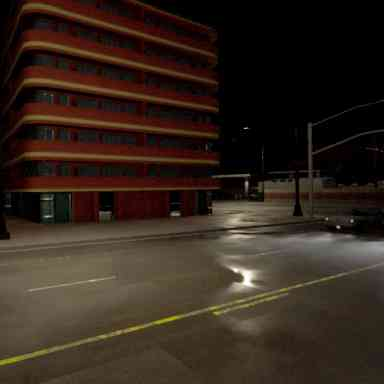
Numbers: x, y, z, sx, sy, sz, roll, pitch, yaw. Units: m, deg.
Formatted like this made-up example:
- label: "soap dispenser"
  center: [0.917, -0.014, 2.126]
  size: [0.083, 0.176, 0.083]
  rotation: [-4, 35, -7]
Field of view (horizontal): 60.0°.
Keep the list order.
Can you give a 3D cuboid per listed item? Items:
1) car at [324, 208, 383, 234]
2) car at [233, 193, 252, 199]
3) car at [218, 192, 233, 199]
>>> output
- label: "car"
  center: [9.796, 1.604, 19.453]
  size: [4.718, 1.301, 1.895]
  rotation: [0, 0, -35]
- label: "car"
  center: [12.890, 1.061, 81.963]
  size: [3.806, 1.475, 1.970]
  rotation: [-1, 1, -35]
- label: "car"
  center: [8.918, 0.930, 86.185]
  size: [4.611, 1.667, 2.242]
  rotation: [-1, 1, -35]
